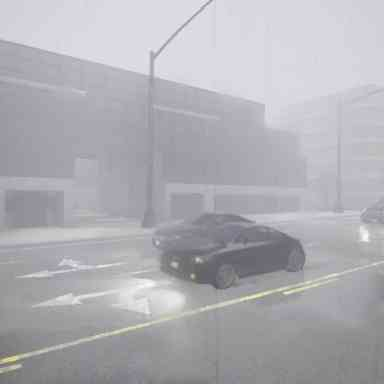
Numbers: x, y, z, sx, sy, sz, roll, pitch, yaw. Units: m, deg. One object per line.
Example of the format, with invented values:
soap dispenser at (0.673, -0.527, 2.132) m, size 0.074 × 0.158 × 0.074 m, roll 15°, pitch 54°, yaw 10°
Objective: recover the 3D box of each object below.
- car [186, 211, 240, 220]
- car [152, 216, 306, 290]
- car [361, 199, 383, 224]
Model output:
car at (0.685, 1.516, 13.080) m, size 4.674 × 1.442 × 1.812 m, roll 0°, pitch 0°, yaw -35°
car at (1.209, 1.560, 9.154) m, size 4.181 × 1.385 × 1.994 m, roll 0°, pitch 0°, yaw -35°
car at (13.175, 1.194, 21.983) m, size 4.553 × 1.767 × 2.097 m, roll 0°, pitch 0°, yaw -35°
